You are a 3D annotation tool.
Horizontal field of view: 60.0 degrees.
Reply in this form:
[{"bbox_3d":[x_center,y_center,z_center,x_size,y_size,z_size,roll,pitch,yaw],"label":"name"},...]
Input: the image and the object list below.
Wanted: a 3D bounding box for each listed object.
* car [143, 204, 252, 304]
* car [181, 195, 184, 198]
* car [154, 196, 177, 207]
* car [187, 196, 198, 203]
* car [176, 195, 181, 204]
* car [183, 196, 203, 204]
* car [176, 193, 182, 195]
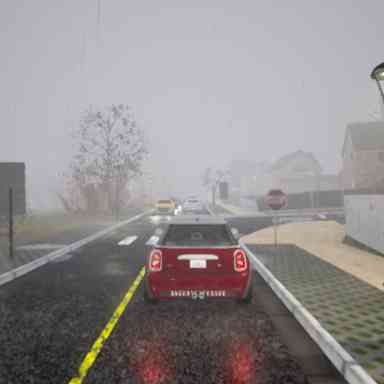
[{"bbox_3d":[0.114,1.334,8.245,2.097,1.767,4.553,0,0,0],"label":"car"},{"bbox_3d":[-2.725,1.509,54.328,1.895,1.301,4.718,0,0,0],"label":"car"},{"bbox_3d":[-2.725,1.413,33.386,1.882,1.535,5.008,0,0,-2],"label":"car"},{"bbox_3d":[0.123,1.461,65.660,1.994,1.385,4.181,0,0,0],"label":"car"},{"bbox_3d":[-2.758,1.447,43.642,1.812,1.442,4.674,0,0,0],"label":"car"},{"bbox_3d":[0.163,1.458,35.909,1.812,1.442,4.674,0,0,0],"label":"car"},{"bbox_3d":[-2.622,1.033,69.524,1.812,1.442,4.674,0,0,0],"label":"car"}]
